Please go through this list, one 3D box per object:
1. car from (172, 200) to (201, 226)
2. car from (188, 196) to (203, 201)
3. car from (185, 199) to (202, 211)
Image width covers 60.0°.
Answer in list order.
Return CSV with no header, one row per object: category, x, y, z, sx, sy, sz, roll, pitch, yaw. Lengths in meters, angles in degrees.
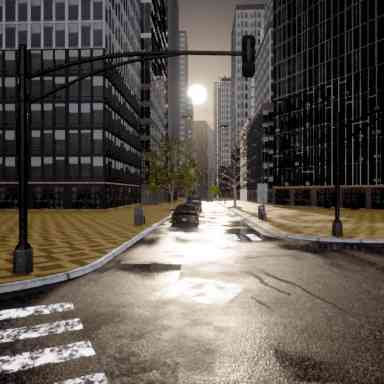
car,-0.447,1.653,25.419,1.882,1.535,5.008,0,0,2
car,0.281,1.553,46.286,2.150,2.045,5.566,0,0,2
car,-0.089,1.776,35.633,1.812,1.442,4.674,0,0,2
